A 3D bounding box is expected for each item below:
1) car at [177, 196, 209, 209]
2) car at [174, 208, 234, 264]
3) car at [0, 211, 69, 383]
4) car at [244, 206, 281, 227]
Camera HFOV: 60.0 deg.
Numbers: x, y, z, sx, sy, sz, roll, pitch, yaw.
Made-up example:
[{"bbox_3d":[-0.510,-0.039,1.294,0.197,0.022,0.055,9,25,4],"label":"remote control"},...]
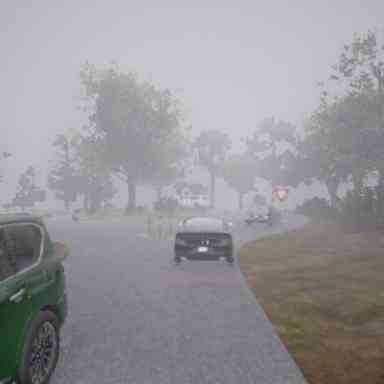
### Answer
[{"bbox_3d":[-0.216,1.563,49.501,5.566,2.045,2.150,0,-1,27],"label":"car"},{"bbox_3d":[0.505,1.562,12.234,1.882,1.535,5.008,0,-1,4],"label":"car"},{"bbox_3d":[-2.764,1.237,2.278,2.150,2.045,5.566,0,0,1],"label":"car"},{"bbox_3d":[5.363,1.719,24.762,2.033,1.411,5.357,0,0,24],"label":"car"}]
